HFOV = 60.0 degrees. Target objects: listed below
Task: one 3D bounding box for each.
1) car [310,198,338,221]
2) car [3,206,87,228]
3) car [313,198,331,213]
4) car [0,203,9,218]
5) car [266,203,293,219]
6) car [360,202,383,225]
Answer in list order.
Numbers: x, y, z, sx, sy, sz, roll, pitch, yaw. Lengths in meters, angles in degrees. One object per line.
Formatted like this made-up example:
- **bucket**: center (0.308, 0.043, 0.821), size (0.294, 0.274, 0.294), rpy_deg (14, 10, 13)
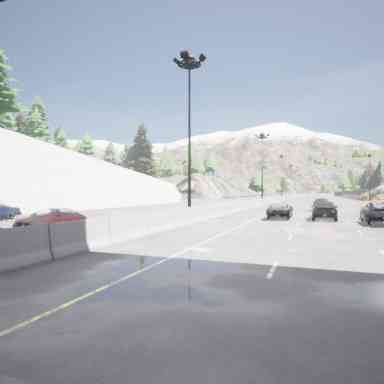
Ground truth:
- **car**: center (10.895, 1.506, 27.444), size (1.837, 1.490, 4.892), rpy_deg (0, 0, 20)
- **car**: center (-7.650, 1.564, 18.231), size (1.994, 1.385, 4.181), rpy_deg (0, 0, 20)
- **car**: center (15.134, 1.505, 38.910), size (1.837, 1.490, 4.892), rpy_deg (0, 0, 20)
- **car**: center (-15.983, 1.547, 25.973), size (2.033, 1.411, 5.357), rpy_deg (0, 0, 20)
- **car**: center (7.651, 1.601, 28.758), size (1.895, 1.301, 4.718), rpy_deg (0, 0, 20)
- **car**: center (13.256, 1.491, 23.734), size (2.128, 1.511, 4.902), rpy_deg (0, 0, 20)
